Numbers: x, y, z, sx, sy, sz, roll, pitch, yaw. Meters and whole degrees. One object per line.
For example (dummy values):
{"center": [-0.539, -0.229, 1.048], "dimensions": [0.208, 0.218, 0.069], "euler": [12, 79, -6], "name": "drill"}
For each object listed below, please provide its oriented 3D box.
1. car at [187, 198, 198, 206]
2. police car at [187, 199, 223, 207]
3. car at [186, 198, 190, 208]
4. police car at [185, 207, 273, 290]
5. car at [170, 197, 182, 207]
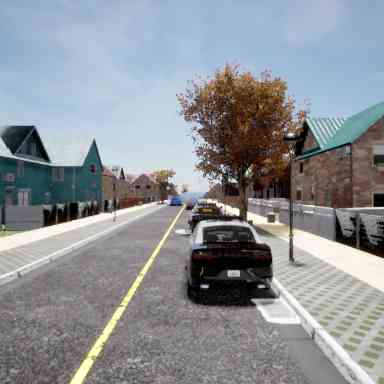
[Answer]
{"center": [0.118, 1.758, 62.058], "dimensions": [1.994, 1.385, 4.181], "euler": [0, 0, 0], "name": "car"}
{"center": [0.861, 1.436, 19.251], "dimensions": [1.930, 1.638, 5.238], "euler": [0, 0, 0], "name": "police car"}
{"center": [0.112, 1.642, 45.053], "dimensions": [2.033, 1.411, 5.357], "euler": [0, 0, 1], "name": "car"}
{"center": [0.843, 1.429, 9.250], "dimensions": [1.930, 1.638, 5.238], "euler": [0, 0, 0], "name": "police car"}
{"center": [-2.646, 1.629, 54.832], "dimensions": [1.882, 1.535, 5.008], "euler": [0, 0, 0], "name": "car"}
